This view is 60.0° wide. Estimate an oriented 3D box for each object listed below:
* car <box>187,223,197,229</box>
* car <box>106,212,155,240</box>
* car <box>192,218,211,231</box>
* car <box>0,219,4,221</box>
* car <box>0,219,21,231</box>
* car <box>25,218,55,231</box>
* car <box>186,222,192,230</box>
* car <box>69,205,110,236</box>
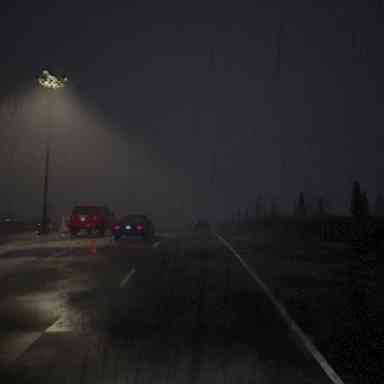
[{"bbox_3d":[-0.001,7.653,74.802,1.812,1.442,4.674,-1,-6,5],"label":"car"},{"bbox_3d":[-3.413,2.103,20.308,2.033,1.411,5.357,0,-4,0],"label":"car"},{"bbox_3d":[1.201,3.978,40.286,1.837,1.490,4.892,0,-6,0],"label":"car"},{"bbox_3d":[-3.402,1.231,1.322,2.150,2.045,5.566,0,0,0],"label":"car"},{"bbox_3d":[-21.124,3.684,36.794,1.895,1.301,4.718,0,-6,0],"label":"car"},{"bbox_3d":[-17.615,3.797,38.654,1.837,1.490,4.892,0,-7,0],"label":"car"},{"bbox_3d":[-0.033,6.160,59.819,1.837,1.490,4.892,0,-6,0],"label":"car"},{"bbox_3d":[-6.915,2.014,23.751,2.150,2.045,5.566,0,-4,0],"label":"car"}]
